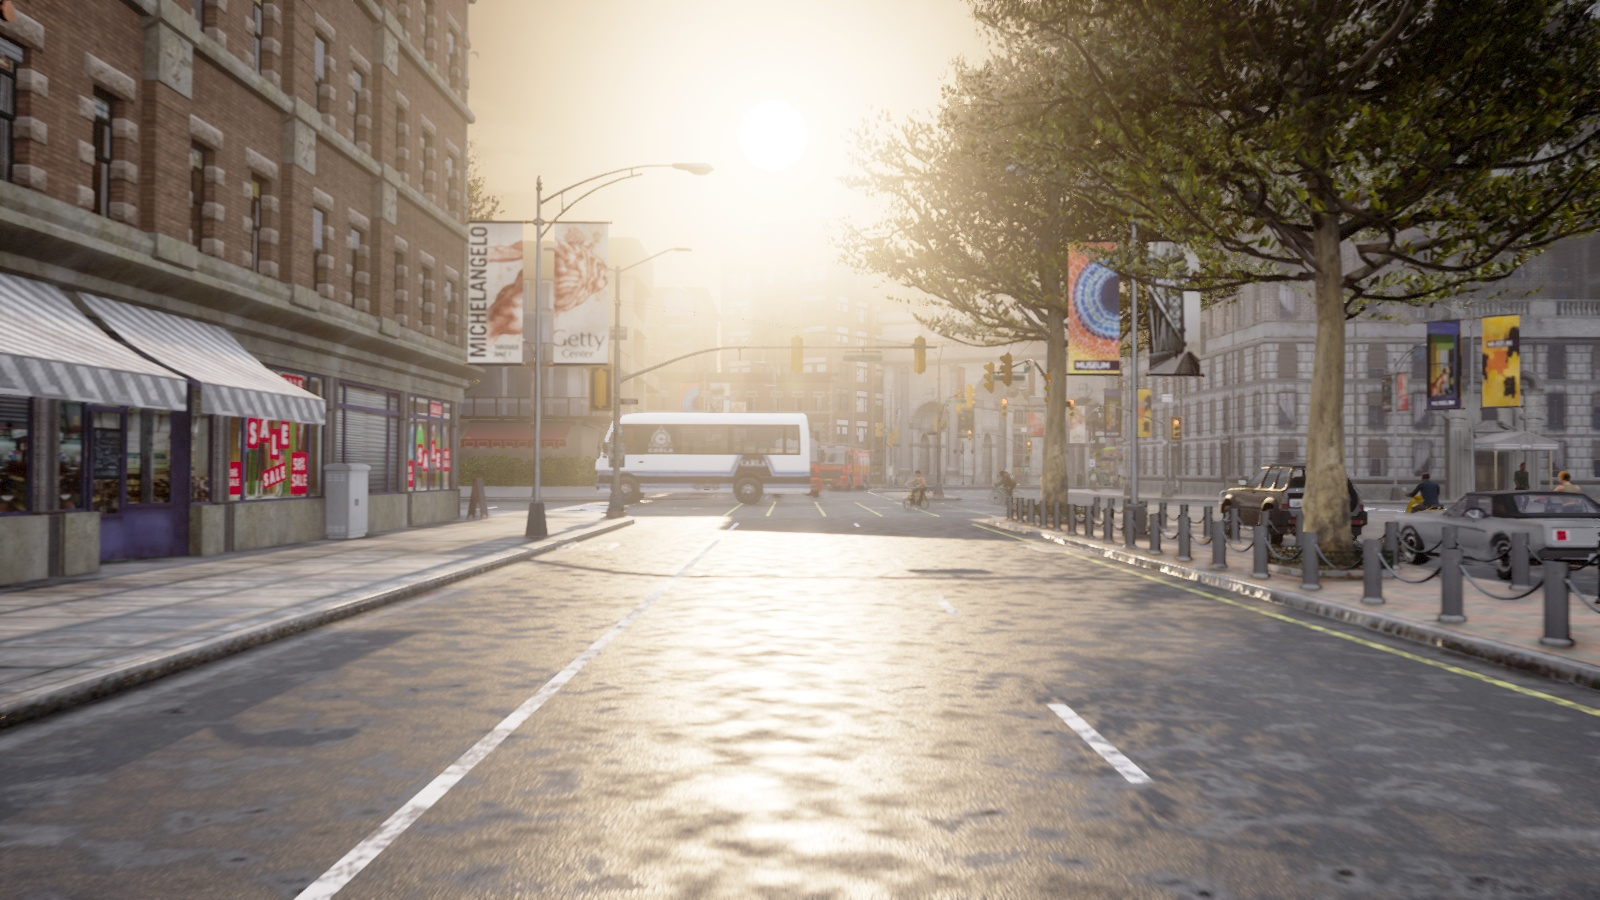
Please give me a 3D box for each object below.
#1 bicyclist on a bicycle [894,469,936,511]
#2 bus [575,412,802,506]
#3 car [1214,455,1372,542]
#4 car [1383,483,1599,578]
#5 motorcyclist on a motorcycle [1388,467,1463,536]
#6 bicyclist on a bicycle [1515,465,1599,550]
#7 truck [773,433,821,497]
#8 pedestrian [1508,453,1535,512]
[{"bbox_3d":[4.576,1.570,50.024,1.509,1.612,0.866,1,0,-43],"label":"bicyclist on a bicycle"},{"bbox_3d":[-5.067,0.446,58.988,10.273,4.253,3.944,0,-1,0],"label":"bus"},{"bbox_3d":[11.367,1.077,29.331,1.932,1.855,4.605,0,-1,1],"label":"car"},{"bbox_3d":[11.451,1.208,20.238,1.895,1.301,4.718,0,-1,0],"label":"car"},{"bbox_3d":[14.926,1.211,30.034,0.866,1.590,1.817,0,-1,0],"label":"motorcyclist on a motorcycle"},{"bbox_3d":[14.942,1.105,24.693,0.866,1.612,1.509,0,-1,0],"label":"bicyclist on a bicycle"},{"bbox_3d":[-0.199,0.977,79.251,2.891,3.827,8.468,0,-1,0],"label":"truck"},{"bbox_3d":[24.260,1.081,42.221,0.423,1.949,0.788,0,-1,1],"label":"pedestrian"}]
